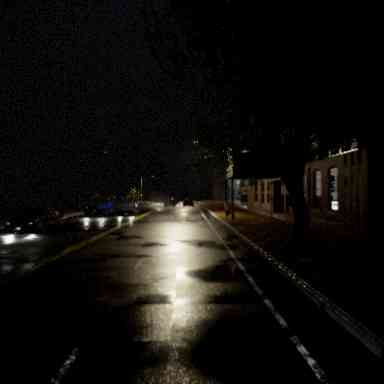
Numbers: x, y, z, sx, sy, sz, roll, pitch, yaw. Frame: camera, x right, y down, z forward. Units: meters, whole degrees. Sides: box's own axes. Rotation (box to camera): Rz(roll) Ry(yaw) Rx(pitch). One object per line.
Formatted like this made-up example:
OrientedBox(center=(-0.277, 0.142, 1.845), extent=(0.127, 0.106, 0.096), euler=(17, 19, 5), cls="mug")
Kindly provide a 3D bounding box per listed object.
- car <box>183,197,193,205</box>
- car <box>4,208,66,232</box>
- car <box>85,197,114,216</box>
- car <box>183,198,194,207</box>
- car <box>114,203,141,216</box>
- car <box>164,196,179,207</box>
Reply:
OrientedBox(center=(-0.765, 1.877, 69.916), extent=(2.033, 1.411, 5.357), euler=(0, 0, -1), cls="car")
OrientedBox(center=(-10.021, 1.743, 21.857), extent=(2.033, 1.411, 5.357), euler=(0, 0, 0), cls="car")
OrientedBox(center=(-10.149, 1.618, 37.246), extent=(2.150, 2.045, 5.566), euler=(0, 0, -1), cls="car")
OrientedBox(center=(-0.652, 2.000, 59.913), extent=(1.994, 1.385, 4.181), euler=(0, 0, -1), cls="car")
OrientedBox(center=(-6.899, 1.911, 37.310), extent=(2.033, 1.411, 5.357), euler=(0, 0, -1), cls="car")
OrientedBox(center=(-3.898, 1.935, 59.460), extent=(2.128, 1.511, 4.902), euler=(0, 0, -1), cls="car")
